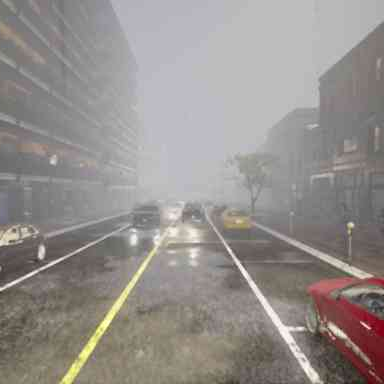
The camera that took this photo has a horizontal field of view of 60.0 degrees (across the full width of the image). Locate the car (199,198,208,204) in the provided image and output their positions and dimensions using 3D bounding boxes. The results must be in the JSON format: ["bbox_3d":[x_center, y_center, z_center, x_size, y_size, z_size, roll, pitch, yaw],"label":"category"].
[{"bbox_3d":[2.669,2.042,77.690,1.947,1.339,4.313,-1,0,0],"label":"car"}]

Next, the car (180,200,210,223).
[{"bbox_3d":[0.096,1.657,27.279,2.128,1.511,4.902,0,0,0],"label":"car"}]

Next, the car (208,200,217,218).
[{"bbox_3d":[2.675,1.740,32.272,1.887,1.381,4.507,-1,0,0],"label":"car"}]

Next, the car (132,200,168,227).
[{"bbox_3d":[-3.091,1.625,24.325,1.882,1.535,5.008,0,0,0],"label":"car"}]

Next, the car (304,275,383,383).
[{"bbox_3d":[2.680,1.606,3.886,1.802,1.307,4.206,-1,0,0],"label":"car"}]

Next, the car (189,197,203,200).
[{"bbox_3d":[0.093,1.769,45.857,2.128,1.511,4.902,0,0,0],"label":"car"}]

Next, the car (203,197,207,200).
[{"bbox_3d":[2.672,1.917,54.981,1.802,1.307,4.206,-1,0,0],"label":"car"}]

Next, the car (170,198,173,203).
[{"bbox_3d":[-5.714,2.077,83.395,1.947,1.339,4.313,-1,0,0],"label":"car"}]

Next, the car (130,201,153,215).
[{"bbox_3d":[-5.706,1.775,37.977,1.887,1.381,4.507,-1,0,0],"label":"car"}]

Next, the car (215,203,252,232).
[{"bbox_3d":[2.677,1.653,21.088,1.752,1.417,4.829,-1,0,0],"label":"car"}]

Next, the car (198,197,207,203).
[{"bbox_3d":[2.668,2.062,83.368,2.008,1.369,4.403,-1,0,0],"label":"car"}]

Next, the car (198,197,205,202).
[{"bbox_3d":[2.666,2.127,94.722,1.887,1.381,4.507,-1,0,0],"label":"car"}]

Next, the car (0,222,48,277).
[{"bbox_3d":[-5.701,1.609,9.590,2.008,1.369,4.403,-1,0,0],"label":"car"}]

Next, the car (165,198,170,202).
[{"bbox_3d":[-5.709,1.921,60.686,2.008,1.369,4.403,-1,0,0],"label":"car"}]
